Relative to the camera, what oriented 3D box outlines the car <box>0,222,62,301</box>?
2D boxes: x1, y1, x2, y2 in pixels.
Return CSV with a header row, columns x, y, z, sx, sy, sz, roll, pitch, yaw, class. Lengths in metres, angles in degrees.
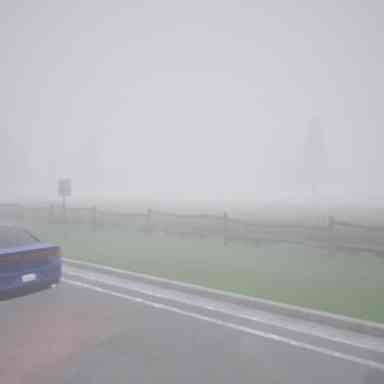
x,y,z,sx,sy,sz,roll,pitch,yaw,class
-5.025,1.410,7.574,5.008,1.535,1.882,1,0,35,car
